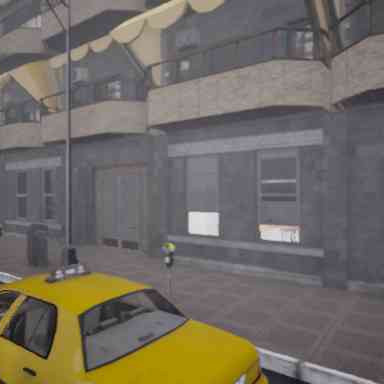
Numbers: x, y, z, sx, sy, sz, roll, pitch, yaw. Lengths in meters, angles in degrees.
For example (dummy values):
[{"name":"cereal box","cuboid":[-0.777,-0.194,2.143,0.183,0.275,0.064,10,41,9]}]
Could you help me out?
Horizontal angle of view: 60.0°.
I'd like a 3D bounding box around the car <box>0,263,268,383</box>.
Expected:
[{"name":"car","cuboid":[-1.596,1.516,3.865,4.829,1.417,1.752,0,0,36]}]
